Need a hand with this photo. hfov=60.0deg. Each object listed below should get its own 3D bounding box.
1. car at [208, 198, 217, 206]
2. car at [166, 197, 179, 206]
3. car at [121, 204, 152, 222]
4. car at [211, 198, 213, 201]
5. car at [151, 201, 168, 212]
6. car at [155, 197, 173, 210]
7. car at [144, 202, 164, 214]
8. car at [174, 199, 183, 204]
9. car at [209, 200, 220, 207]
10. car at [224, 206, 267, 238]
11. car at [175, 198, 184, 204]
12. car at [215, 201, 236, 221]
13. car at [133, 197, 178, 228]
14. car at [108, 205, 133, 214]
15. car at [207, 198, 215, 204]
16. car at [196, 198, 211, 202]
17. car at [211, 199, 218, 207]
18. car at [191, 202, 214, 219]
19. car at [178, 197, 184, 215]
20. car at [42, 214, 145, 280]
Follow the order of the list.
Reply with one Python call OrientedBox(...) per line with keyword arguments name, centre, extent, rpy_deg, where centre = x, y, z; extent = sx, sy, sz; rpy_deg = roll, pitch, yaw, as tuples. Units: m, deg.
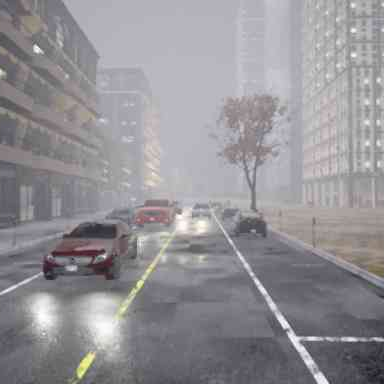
OrientedBox(name="car", centre=(4.553, 2.167, 74.585), extent=(1.967, 1.590, 4.097), rpy_deg=(1, -1, 1))
OrientedBox(name="car", centre=(-3.962, 1.973, 69.231), extent=(2.192, 1.841, 5.009), rpy_deg=(1, -1, 1))
OrientedBox(name="car", centre=(-4.948, 1.829, 30.256), extent=(2.008, 1.369, 4.403), rpy_deg=(1, -1, 1))
OrientedBox(name="car", centre=(4.131, 2.114, 57.883), extent=(2.008, 1.369, 4.403), rpy_deg=(1, -1, 1))
OrientedBox(name="car", centre=(-4.531, 1.963, 46.789), extent=(1.752, 1.417, 4.829), rpy_deg=(1, -1, 1))
OrientedBox(name="car", centre=(-4.382, 1.809, 52.529), extent=(2.192, 1.841, 5.009), rpy_deg=(1, -1, 1))
OrientedBox(name="car", centre=(-4.668, 1.951, 41.391), extent=(1.947, 1.339, 4.313), rpy_deg=(1, -1, 1))
OrientedBox(name="car", centre=(-3.546, 2.390, 85.932), extent=(1.947, 1.339, 4.313), rpy_deg=(1, -1, 1))
OrientedBox(name="car", centre=(4.271, 2.168, 63.449), extent=(2.008, 1.369, 4.403), rpy_deg=(1, -1, 1))
OrientedBox(name="car", centre=(3.150, 1.736, 18.908), extent=(2.008, 1.369, 4.403), rpy_deg=(1, -1, 1))
OrientedBox(name="car", centre=(-3.406, 2.430, 91.499), extent=(2.008, 1.369, 4.403), rpy_deg=(1, -1, 1))
OrientedBox(name="car", centre=(3.430, 1.843, 30.044), extent=(2.008, 1.369, 4.403), rpy_deg=(1, -1, 1))
OrientedBox(name="car", centre=(-2.504, 1.451, 24.417), extent=(2.150, 2.045, 5.566), rpy_deg=(0, -1, 2))
OrientedBox(name="car", centre=(-5.088, 1.790, 24.688), extent=(1.947, 1.339, 4.313), rpy_deg=(1, -1, 1))
OrientedBox(name="car", centre=(4.834, 2.278, 85.721), extent=(1.967, 1.590, 4.097), rpy_deg=(1, -1, 1))
OrientedBox(name="car", centre=(1.163, 1.896, 43.632), extent=(1.882, 1.535, 5.008), rpy_deg=(0, 0, 1))
OrientedBox(name="car", centre=(3.715, 1.927, 41.350), extent=(1.752, 1.417, 4.829), rpy_deg=(1, -1, 1))
OrientedBox(name="car", centre=(0.901, 1.915, 32.825), extent=(1.895, 1.301, 4.718), rpy_deg=(0, -1, 2))
OrientedBox(name="car", centre=(-2.173, 1.709, 37.985), extent=(2.097, 1.767, 4.553), rpy_deg=(0, 0, 1))
OrientedBox(name="car", centre=(-2.864, 1.619, 10.401), extent=(1.812, 1.442, 4.674), rpy_deg=(0, -1, 1))
